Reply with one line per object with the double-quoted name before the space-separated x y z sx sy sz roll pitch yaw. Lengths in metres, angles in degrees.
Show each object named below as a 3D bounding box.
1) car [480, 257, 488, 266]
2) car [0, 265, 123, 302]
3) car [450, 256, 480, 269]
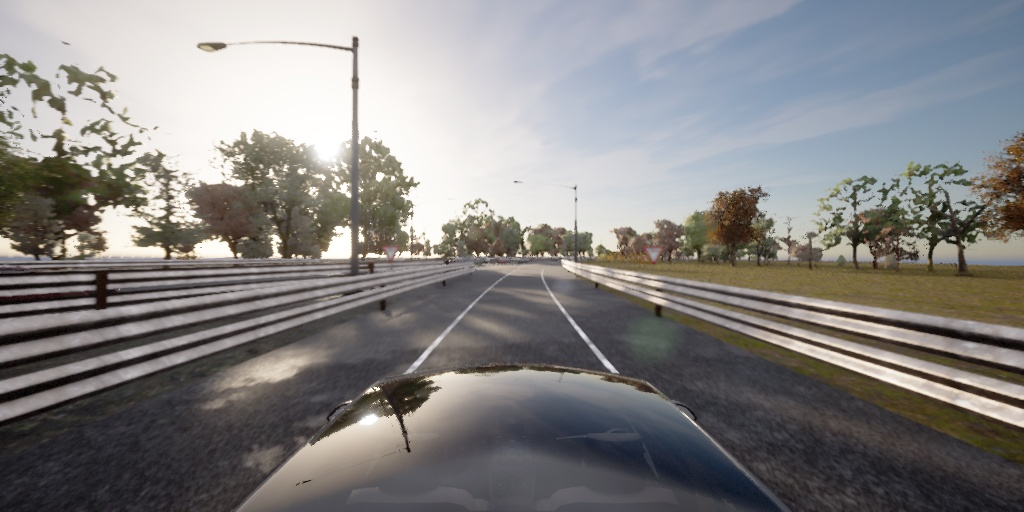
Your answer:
"car" -5.628 0.947 63.183 2.128 1.511 4.902 0 0 14
"car" -13.276 0.950 9.273 1.812 1.442 4.674 0 0 10
"car" -6.197 0.943 45.324 2.128 1.511 4.902 0 0 13
